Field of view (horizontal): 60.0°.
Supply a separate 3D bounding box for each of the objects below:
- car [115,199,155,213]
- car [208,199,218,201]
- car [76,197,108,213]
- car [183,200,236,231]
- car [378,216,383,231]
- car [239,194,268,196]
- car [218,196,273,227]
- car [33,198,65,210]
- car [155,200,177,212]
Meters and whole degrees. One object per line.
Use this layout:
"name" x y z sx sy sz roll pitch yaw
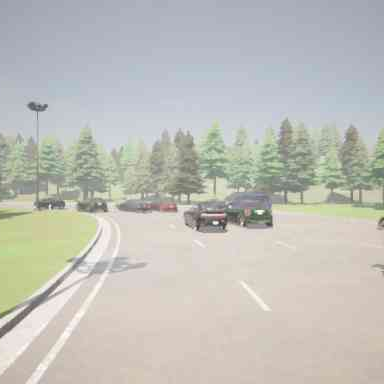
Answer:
"car" -6.784 1.547 37.795 2.033 1.411 5.357 0 0 -40
"car" 2.620 1.564 42.718 1.994 1.385 4.181 0 0 -34
"car" -11.332 1.352 37.471 2.097 1.767 4.553 0 0 -41
"car" 0.725 1.490 20.736 2.128 1.511 4.902 0 0 -13
"car" 12.128 1.526 17.648 1.812 1.442 4.674 0 0 -10
"car" 5.188 1.225 30.307 2.150 2.045 5.566 0 0 -18
"car" 3.704 1.352 22.979 2.097 1.767 4.553 0 0 -15
"car" -18.846 1.505 43.895 4.892 1.490 1.837 0 0 30
"car" -3.485 1.564 38.837 1.994 1.385 4.181 0 0 -36
